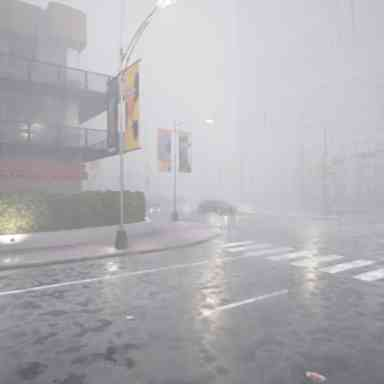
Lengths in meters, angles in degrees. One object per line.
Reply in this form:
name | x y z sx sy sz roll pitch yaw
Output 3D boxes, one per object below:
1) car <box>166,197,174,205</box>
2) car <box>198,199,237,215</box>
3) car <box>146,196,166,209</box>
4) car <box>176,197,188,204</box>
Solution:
car | -5.973 1.499 59.332 4.902 1.511 2.128 0 0 42
car | 2.522 1.510 33.918 1.837 1.490 4.892 0 0 -35
car | -5.926 1.570 46.039 1.994 1.385 4.181 0 0 -35
car | -2.371 1.555 62.115 2.033 1.411 5.357 0 0 -19
